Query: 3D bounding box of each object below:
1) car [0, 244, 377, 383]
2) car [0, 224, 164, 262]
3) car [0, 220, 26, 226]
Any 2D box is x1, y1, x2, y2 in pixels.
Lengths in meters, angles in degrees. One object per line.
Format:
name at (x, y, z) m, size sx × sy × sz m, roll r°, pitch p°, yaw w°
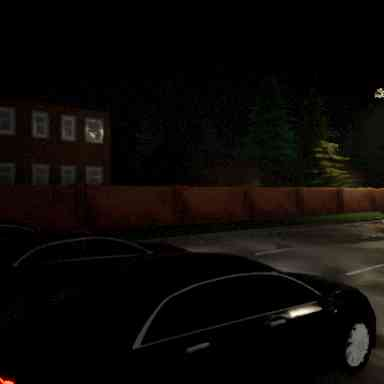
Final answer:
car at (0.314, 1.503, 3.970) m, size 4.892 × 1.490 × 1.837 m, roll 0°, pitch 0°, yaw -35°
car at (-2.017, 1.492, 6.606) m, size 4.902 × 1.511 × 2.128 m, roll 0°, pitch 0°, yaw -35°
car at (-4.966, 1.495, 8.802) m, size 4.902 × 1.511 × 2.128 m, roll 0°, pitch 0°, yaw -35°
